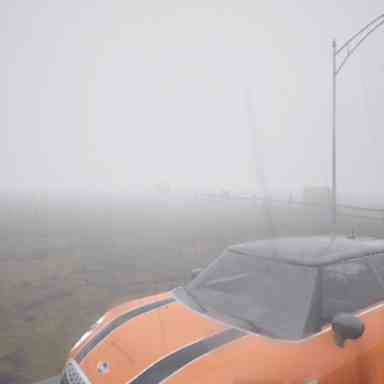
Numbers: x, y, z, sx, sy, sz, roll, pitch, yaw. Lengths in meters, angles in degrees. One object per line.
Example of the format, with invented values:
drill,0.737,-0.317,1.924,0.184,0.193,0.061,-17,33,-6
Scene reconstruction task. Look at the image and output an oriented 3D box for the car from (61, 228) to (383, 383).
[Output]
car,1.005,1.361,3.665,4.553,1.767,2.097,0,0,-35
